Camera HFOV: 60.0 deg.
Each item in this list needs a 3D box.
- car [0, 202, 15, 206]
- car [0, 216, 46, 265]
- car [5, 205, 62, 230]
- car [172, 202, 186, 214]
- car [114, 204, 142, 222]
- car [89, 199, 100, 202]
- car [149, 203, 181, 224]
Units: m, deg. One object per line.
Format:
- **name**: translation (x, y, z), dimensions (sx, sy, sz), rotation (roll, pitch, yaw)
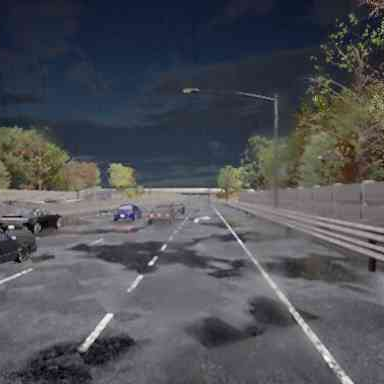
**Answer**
- **car**: translation (-19.806, 1.862, 34.304), dimensions (1.837, 1.490, 4.892), rotation (0, -1, 2)
- **car**: translation (-6.566, 1.644, 9.482), dimensions (2.033, 1.411, 5.357), rotation (0, -1, 3)
- **car**: translation (-9.647, 1.707, 20.376), dimensions (2.128, 1.511, 4.902), rotation (0, -1, 2)
- **car**: translation (-1.809, 1.965, 41.522), dimensions (2.128, 1.511, 4.902), rotation (0, -1, 2)
- **car**: translation (-5.754, 1.859, 30.231), dimensions (1.812, 1.442, 4.674), rotation (0, -1, 2)
- **car**: translation (-21.642, 2.376, 74.207), dimensions (2.128, 1.511, 4.902), rotation (0, -1, 2)
- **car**: translation (-2.361, 1.855, 27.497), dimensions (2.033, 1.411, 5.357), rotation (0, -1, 2)
